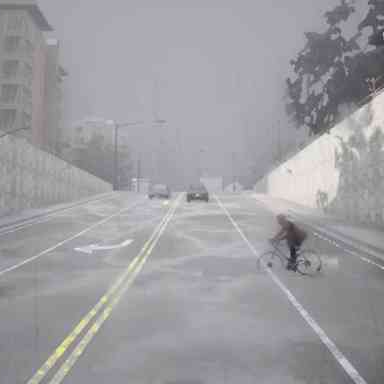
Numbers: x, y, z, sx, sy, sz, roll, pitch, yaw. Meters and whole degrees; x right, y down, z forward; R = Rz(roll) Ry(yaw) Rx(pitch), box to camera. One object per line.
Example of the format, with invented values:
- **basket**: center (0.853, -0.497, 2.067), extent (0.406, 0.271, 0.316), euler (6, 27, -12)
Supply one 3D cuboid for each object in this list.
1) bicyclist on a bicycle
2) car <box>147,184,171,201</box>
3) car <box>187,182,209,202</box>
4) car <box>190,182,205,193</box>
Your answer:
- **bicyclist on a bicycle**: center (2.462, 1.386, 8.486), extent (1.656, 1.620, 0.582), euler (-2, 1, 1)
- **car**: center (-3.138, -0.013, 32.969), extent (1.812, 1.442, 4.674), euler (0, 4, 1)
- **car**: center (0.528, 0.107, 31.368), extent (1.994, 1.385, 4.181), euler (0, 4, 1)
- **car**: center (0.716, -0.640, 44.313), extent (1.895, 1.301, 4.718), euler (0, 2, 1)
